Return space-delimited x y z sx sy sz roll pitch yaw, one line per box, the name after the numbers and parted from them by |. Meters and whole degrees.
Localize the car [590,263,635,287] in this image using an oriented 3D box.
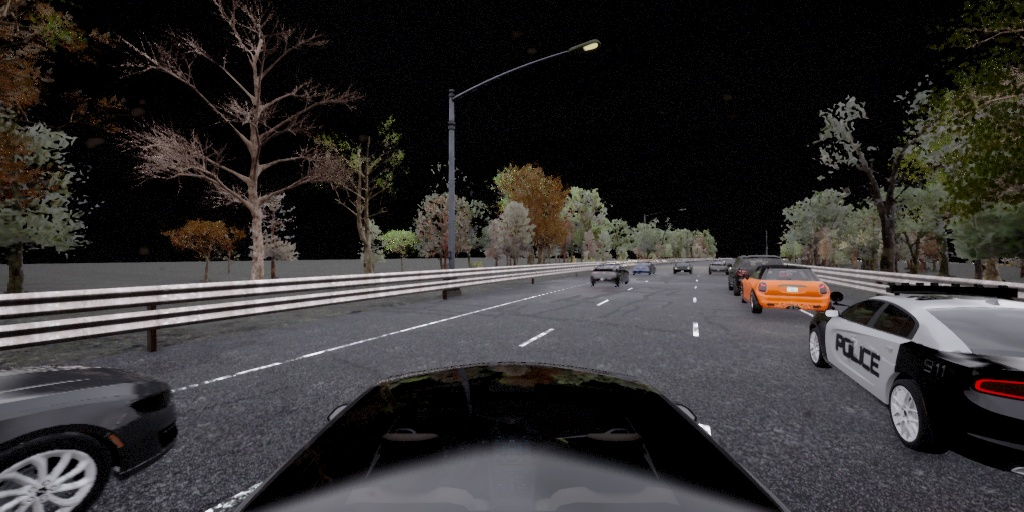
6.721 1.244 24.392 2.128 1.511 4.902 0 0 28 | car

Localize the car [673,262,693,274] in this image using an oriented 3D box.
19.486 1.369 40.714 1.895 1.301 4.718 0 0 29 | car

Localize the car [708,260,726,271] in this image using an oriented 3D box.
29.119 1.333 50.884 2.033 1.411 5.357 0 0 30 | car

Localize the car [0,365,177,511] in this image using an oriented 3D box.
-4.740 1.254 1.571 1.837 1.490 4.892 0 0 26 | car

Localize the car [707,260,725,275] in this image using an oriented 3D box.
22.610 1.261 39.273 2.128 1.511 4.902 0 0 30 | car

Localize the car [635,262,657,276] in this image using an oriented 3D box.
14.240 1.311 38.443 2.033 1.411 5.357 0 0 29 | car

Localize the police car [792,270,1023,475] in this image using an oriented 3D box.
5.627 1.175 4.727 1.930 1.638 5.238 0 0 26 | police car

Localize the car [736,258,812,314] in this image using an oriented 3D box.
9.987 1.102 13.431 2.097 1.767 4.553 0 0 27 | car

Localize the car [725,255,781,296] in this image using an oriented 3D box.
12.723 0.978 18.754 2.150 2.045 5.566 0 0 27 | car
